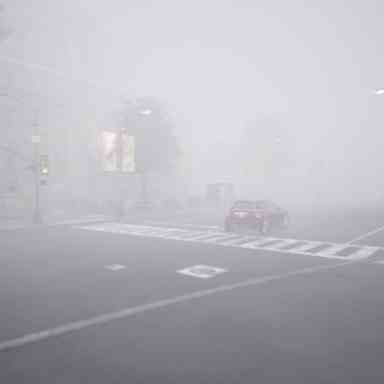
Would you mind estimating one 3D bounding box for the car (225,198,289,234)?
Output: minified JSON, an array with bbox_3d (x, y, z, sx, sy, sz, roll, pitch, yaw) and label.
[{"bbox_3d":[3.609,1.147,17.945,2.097,1.767,4.553,0,1,34],"label":"car"}]
